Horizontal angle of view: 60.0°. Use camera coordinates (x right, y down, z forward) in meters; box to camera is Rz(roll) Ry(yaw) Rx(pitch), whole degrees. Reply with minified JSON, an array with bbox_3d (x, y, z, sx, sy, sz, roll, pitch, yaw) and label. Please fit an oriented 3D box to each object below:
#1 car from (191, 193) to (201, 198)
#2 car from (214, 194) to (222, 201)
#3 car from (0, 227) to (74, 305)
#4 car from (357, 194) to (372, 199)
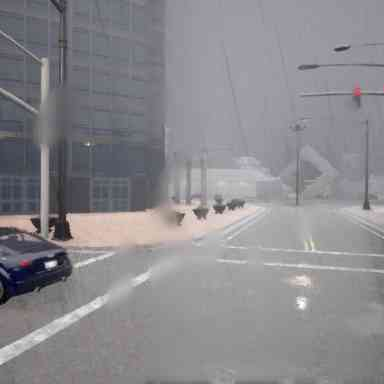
[{"bbox_3d":[1.217,1.105,93.319,5.008,1.535,1.882,0,0,7],"label":"car"},{"bbox_3d":[6.015,1.235,77.803,2.128,1.511,4.902,0,0,5],"label":"car"},{"bbox_3d":[-4.938,1.530,7.747,4.181,1.385,1.994,0,0,17],"label":"car"},{"bbox_3d":[42.776,1.216,85.526,2.097,1.767,4.553,0,0,-35],"label":"car"}]
